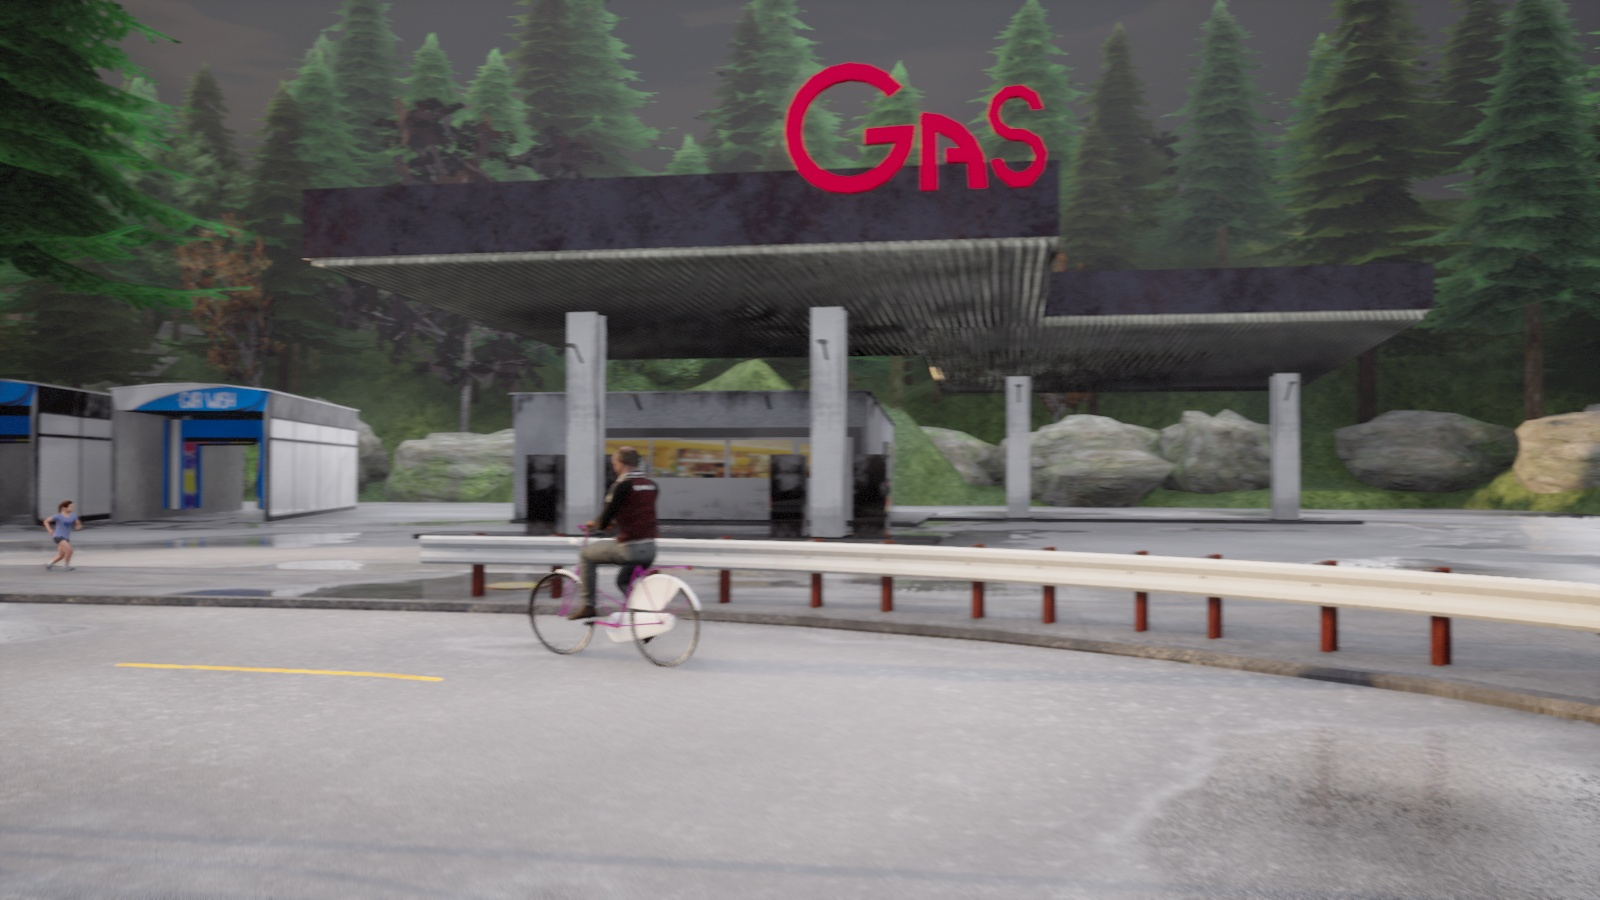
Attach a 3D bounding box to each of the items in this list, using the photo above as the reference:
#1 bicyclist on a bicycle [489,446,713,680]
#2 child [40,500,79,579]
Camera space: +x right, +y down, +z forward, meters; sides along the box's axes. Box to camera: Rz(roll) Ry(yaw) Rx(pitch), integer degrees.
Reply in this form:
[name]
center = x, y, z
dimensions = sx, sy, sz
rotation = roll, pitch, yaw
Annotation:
[bicyclist on a bicycle]
center = -1.663, 0.869, 10.356
dimensions = 1.843, 1.776, 0.659
rotation = -1, 0, 34
[child]
center = -10.551, 1.268, 17.900
dimensions = 0.394, 1.110, 0.255
rotation = 0, -1, 7
